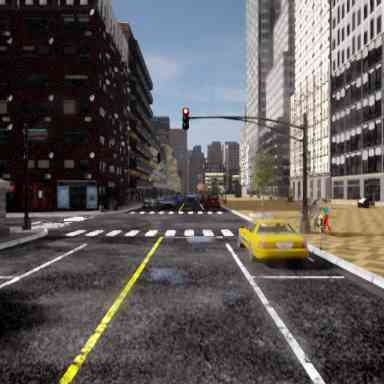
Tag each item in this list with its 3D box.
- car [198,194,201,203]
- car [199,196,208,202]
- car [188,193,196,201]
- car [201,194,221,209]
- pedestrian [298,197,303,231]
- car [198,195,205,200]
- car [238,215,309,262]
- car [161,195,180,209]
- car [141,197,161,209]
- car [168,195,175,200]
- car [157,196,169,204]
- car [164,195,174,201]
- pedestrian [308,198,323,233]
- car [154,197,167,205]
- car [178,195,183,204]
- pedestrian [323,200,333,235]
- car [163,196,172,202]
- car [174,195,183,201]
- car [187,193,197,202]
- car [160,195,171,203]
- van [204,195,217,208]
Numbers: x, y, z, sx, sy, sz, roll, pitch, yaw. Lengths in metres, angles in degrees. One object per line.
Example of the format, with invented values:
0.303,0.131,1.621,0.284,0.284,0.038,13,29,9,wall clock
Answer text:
2.675,1.317,66.296,2.192,1.841,5.009,0,0,0,car
2.674,1.559,77.350,1.887,1.381,4.507,0,0,0,car
-0.013,1.161,83.414,2.150,2.045,5.566,0,0,0,car
2.678,1.302,44.191,2.192,1.841,5.009,0,0,0,car
5.898,1.131,17.658,0.375,1.860,0.375,0,0,0,pedestrian
2.672,1.562,94.100,1.752,1.417,4.829,0,0,0,car
2.684,1.517,11.948,1.752,1.417,4.829,0,0,0,car
-3.100,1.535,44.567,2.033,1.411,5.357,0,0,0,car
-5.700,1.538,44.189,2.008,1.369,4.403,0,0,0,car
-5.709,1.562,93.759,1.752,1.417,4.829,0,0,0,car
-5.704,1.547,66.295,1.887,1.381,4.507,0,0,0,car
-5.708,1.461,82.876,1.967,1.590,4.097,0,0,0,car
6.093,1.131,16.458,0.375,1.860,0.375,0,0,0,pedestrian
-5.703,1.548,60.769,2.008,1.369,4.403,0,0,0,car
-3.058,1.476,61.669,1.882,1.535,5.008,0,0,0,car
6.859,1.279,17.059,0.375,1.860,0.375,0,0,0,pedestrian
-5.706,1.597,77.349,1.802,1.307,4.206,0,0,0,car
-3.012,1.378,76.749,1.837,1.490,4.892,0,0,0,car
-0.012,1.563,73.383,1.994,1.385,4.181,0,0,0,car
-5.706,1.449,71.822,1.967,1.590,4.097,0,0,0,car
2.677,1.330,49.717,1.690,1.788,3.998,0,0,0,van
